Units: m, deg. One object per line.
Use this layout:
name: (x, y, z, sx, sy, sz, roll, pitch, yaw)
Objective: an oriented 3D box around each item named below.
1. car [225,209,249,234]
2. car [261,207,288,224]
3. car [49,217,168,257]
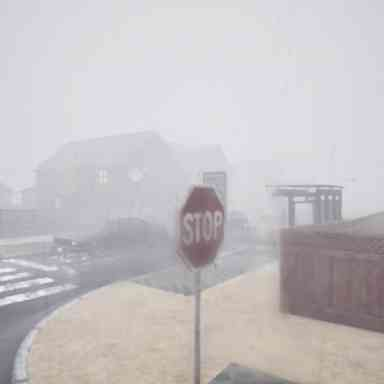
car: (2.175, 1.910, 22.380, 1.837, 1.490, 4.892, 0, -1, 35)
car: (8.246, 2.101, 30.881, 2.033, 1.411, 5.357, 0, -1, 36)
car: (-3.381, 1.822, 14.667, 2.033, 1.411, 5.357, 0, -1, 37)
